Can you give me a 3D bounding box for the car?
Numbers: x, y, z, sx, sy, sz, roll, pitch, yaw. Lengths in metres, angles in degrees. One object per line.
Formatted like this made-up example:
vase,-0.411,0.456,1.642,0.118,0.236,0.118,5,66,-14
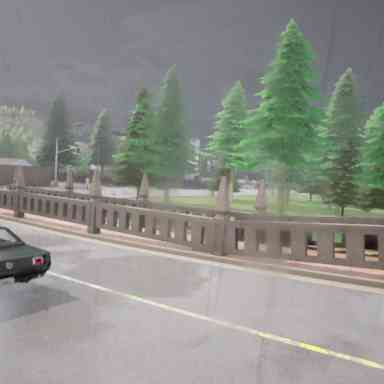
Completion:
car,-5.472,1.408,7.866,4.718,1.301,1.895,3,2,35
